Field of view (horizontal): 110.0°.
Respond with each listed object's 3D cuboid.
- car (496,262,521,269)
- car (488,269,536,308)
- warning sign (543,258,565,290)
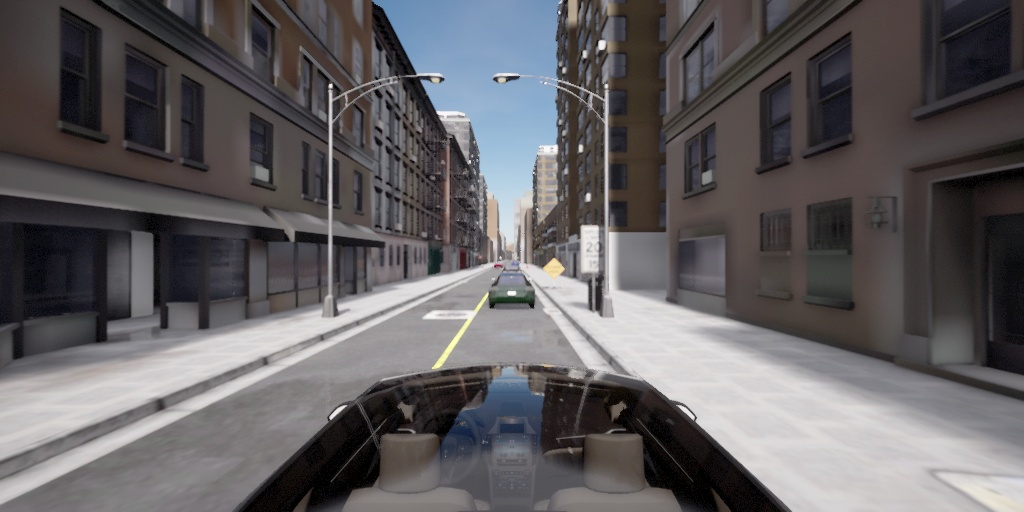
[{"bbox_3d":[-0.007,1.511,31.147,2.128,1.511,4.902,0,0,0],"label":"car"},{"bbox_3d":[-0.001,1.448,16.134,1.994,1.385,4.181,0,0,0],"label":"car"},{"bbox_3d":[2.511,1.047,21.436,1.300,1.860,1.060,0,0,0],"label":"warning sign"}]
